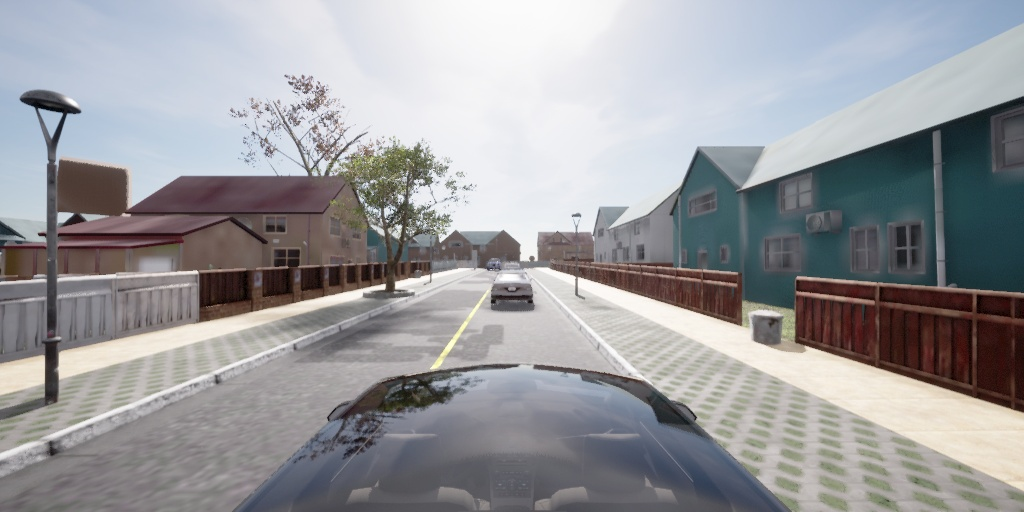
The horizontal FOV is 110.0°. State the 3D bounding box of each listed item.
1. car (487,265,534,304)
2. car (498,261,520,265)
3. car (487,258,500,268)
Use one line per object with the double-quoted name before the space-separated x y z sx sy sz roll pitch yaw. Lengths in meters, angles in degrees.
"car" 0.000 1.338 16.507 2.033 1.411 5.357 0 0 0
"car" 0.000 1.362 31.513 1.837 1.490 4.892 0 0 0
"car" -2.751 1.371 56.493 2.150 2.045 5.566 0 0 0
